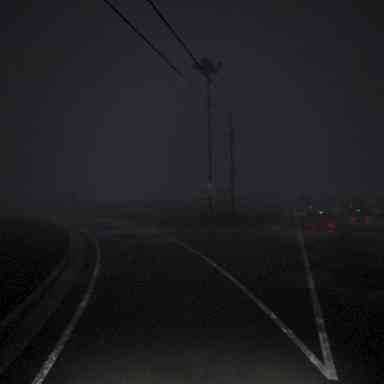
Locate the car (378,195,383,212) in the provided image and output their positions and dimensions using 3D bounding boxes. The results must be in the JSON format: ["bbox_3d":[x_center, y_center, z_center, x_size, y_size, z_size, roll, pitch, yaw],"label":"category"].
[{"bbox_3d":[18.200,1.001,28.981,2.097,1.767,4.553,-1,0,16],"label":"car"}]

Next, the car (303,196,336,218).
[{"bbox_3d":[10.546,1.323,27.743,1.812,1.442,4.674,-1,0,16],"label":"car"}]

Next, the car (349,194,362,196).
[{"bbox_3d":[24.136,1.024,49.255,2.128,1.511,4.902,-1,0,16],"label":"car"}]

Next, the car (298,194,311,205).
[{"bbox_3d":[17.180,1.019,50.411,2.097,1.767,4.553,-1,0,16],"label":"car"}]

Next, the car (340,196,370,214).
[{"bbox_3d":[15.271,1.306,31.416,1.895,1.301,4.718,-1,0,16],"label":"car"}]

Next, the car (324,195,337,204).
[{"bbox_3d":[21.042,1.118,51.137,1.812,1.442,4.674,-1,0,16],"label":"car"}]

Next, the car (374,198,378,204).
[{"bbox_3d":[26.968,1.079,46.465,1.895,1.301,4.718,-1,0,16],"label":"car"}]
